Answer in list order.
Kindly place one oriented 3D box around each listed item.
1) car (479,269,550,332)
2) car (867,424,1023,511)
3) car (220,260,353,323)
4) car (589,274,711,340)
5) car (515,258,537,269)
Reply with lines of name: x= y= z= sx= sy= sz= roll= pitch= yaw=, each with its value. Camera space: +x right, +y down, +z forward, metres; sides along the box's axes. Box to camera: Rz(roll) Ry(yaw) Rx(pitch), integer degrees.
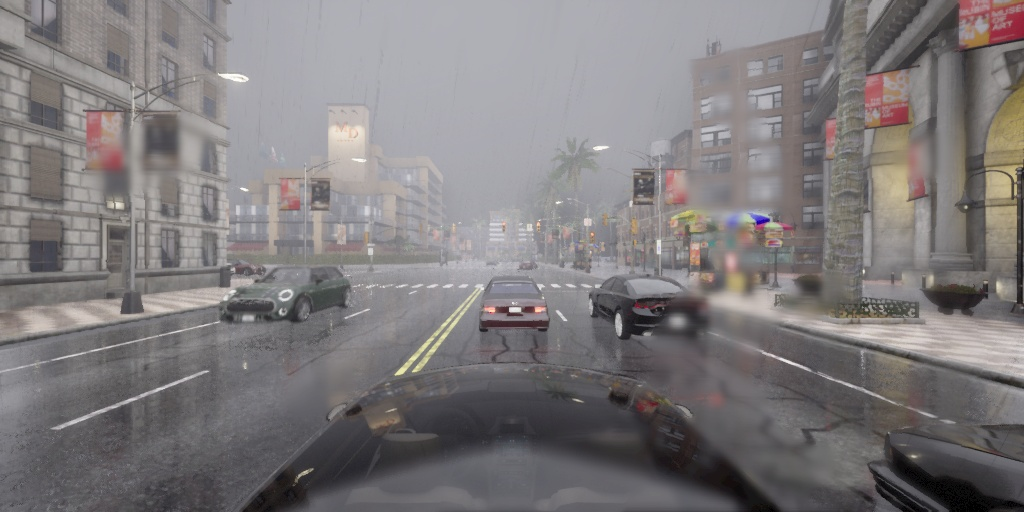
car: x=-0.006 y=1.297 z=10.846 sx=2.033 sy=1.411 sz=5.357 roll=0 pitch=0 yaw=-2
car: x=3.538 y=1.297 z=0.109 sx=2.033 sy=1.411 sz=5.357 roll=0 pitch=0 yaw=0
car: x=-7.210 y=1.102 z=12.012 sx=2.097 sy=1.767 sz=4.553 roll=0 pitch=0 yaw=-1
car: x=3.485 y=1.228 z=10.031 sx=1.882 sy=1.535 sz=5.008 roll=0 pitch=0 yaw=0
car: x=2.268 y=1.276 z=50.361 sx=1.812 sy=1.442 sz=4.674 roll=0 pitch=0 yaw=16
